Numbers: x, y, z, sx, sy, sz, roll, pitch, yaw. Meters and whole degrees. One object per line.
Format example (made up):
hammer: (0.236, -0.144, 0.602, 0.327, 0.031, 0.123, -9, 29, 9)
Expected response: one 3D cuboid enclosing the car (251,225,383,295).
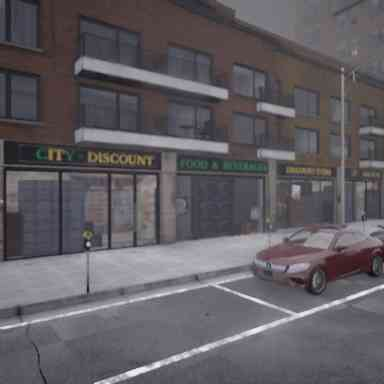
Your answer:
car: (3.394, 1.563, 8.598, 4.206, 1.307, 1.802, 0, 0, -35)
